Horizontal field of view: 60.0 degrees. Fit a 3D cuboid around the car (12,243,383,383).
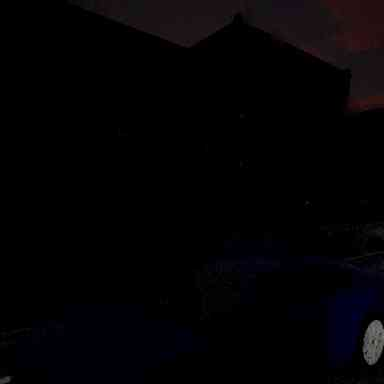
[{"bbox_3d":[0.592,1.479,4.122,5.008,1.535,1.882,0,0,-36],"label":"car"}]
